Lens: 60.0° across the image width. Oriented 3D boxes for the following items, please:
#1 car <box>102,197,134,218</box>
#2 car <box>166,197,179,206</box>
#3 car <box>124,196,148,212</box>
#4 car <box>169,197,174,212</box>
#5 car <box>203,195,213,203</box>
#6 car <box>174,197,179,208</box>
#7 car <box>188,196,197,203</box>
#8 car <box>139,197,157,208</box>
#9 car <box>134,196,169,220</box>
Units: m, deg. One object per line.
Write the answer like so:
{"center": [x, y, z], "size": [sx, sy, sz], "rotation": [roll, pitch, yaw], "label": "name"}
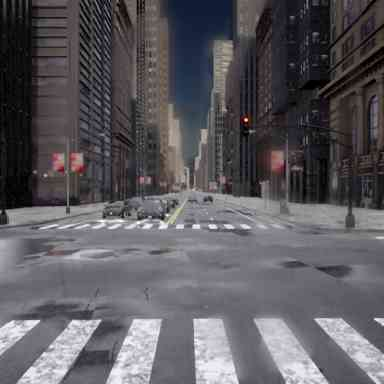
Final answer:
{"center": [-6.601, 1.490, 29.590], "size": [1.837, 1.490, 4.892], "rotation": [0, 0, 0], "label": "car"}
{"center": [-3.315, 1.557, 56.513], "size": [1.895, 1.301, 4.718], "rotation": [0, 0, 0], "label": "car"}
{"center": [-6.598, 1.329, 39.744], "size": [2.097, 1.767, 4.553], "rotation": [0, 0, 0], "label": "car"}
{"center": [-3.352, 1.506, 36.473], "size": [1.812, 1.442, 4.674], "rotation": [0, 0, 0], "label": "car"}
{"center": [3.349, 1.431, 69.917], "size": [1.837, 1.490, 4.892], "rotation": [0, 0, 0], "label": "car"}
{"center": [-3.340, 1.534, 46.496], "size": [1.994, 1.385, 4.181], "rotation": [0, 0, 0], "label": "car"}
{"center": [0.099, 1.474, 69.828], "size": [2.033, 1.411, 5.357], "rotation": [0, 0, 0], "label": "car"}
{"center": [-6.590, 1.514, 50.041], "size": [2.033, 1.411, 5.357], "rotation": [0, 0, 0], "label": "car"}
{"center": [-3.291, 1.339, 27.689], "size": [2.097, 1.767, 4.553], "rotation": [0, 0, -2], "label": "car"}
